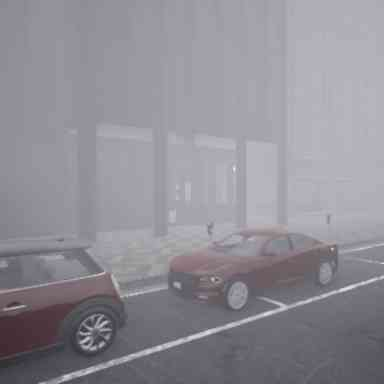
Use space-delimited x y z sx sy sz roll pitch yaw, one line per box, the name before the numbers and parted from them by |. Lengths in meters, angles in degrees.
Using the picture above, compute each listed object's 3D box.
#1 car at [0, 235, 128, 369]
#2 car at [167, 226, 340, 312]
car | -3.036 1.440 4.366 4.097 1.590 1.967 0 0 -35
car | 1.557 1.519 7.639 4.507 1.381 1.887 0 0 -35
